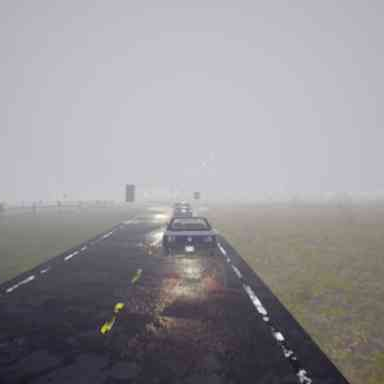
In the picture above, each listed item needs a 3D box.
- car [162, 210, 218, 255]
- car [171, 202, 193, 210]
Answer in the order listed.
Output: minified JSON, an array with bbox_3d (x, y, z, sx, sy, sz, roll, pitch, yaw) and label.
[{"bbox_3d":[-0.131,1.616,13.317,1.895,1.301,4.718,0,0,-2],"label":"car"},{"bbox_3d":[-0.869,1.601,29.607,2.033,1.411,5.357,0,0,-3],"label":"car"}]
